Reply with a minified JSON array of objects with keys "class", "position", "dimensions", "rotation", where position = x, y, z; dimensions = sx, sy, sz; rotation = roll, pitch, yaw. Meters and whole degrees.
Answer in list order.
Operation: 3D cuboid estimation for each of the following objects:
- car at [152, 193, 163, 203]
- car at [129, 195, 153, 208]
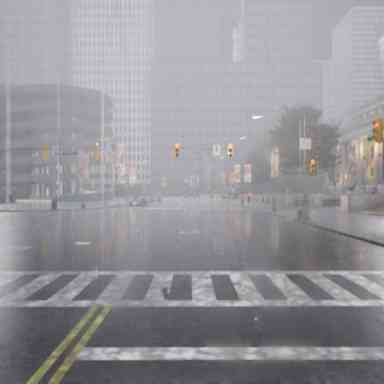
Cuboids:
[{"class":"car","position":[-7.067,1.374,65.816],"dimensions":[2.128,1.511,4.902],"rotation":[0,0,0]},{"class":"car","position":[-7.299,1.409,45.790],"dimensions":[2.128,1.511,4.902],"rotation":[0,0,4]}]
